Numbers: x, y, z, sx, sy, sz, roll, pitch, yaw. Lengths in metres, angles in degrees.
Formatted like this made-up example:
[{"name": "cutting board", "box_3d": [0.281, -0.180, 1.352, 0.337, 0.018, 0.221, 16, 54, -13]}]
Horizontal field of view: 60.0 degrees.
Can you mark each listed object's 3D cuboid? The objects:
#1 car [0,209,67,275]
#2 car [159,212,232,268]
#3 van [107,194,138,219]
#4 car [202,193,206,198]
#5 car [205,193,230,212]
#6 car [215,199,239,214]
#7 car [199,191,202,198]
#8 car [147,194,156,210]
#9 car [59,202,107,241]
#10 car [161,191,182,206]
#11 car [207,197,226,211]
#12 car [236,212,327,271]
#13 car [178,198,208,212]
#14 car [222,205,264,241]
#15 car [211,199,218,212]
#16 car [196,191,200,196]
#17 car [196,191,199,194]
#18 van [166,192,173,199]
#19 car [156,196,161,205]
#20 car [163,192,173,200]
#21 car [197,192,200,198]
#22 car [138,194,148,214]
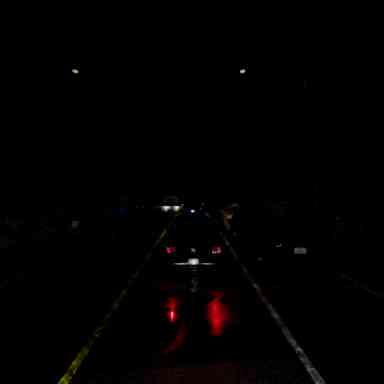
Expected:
[{"name": "car", "box_3d": [-5.764, 1.483, 10.383, 1.752, 1.417, 4.829, 0, 0, 0]}, {"name": "car", "box_3d": [0.061, 1.557, 11.056, 1.895, 1.301, 4.718, 0, 0, 0]}, {"name": "van", "box_3d": [-5.767, 1.233, 27.015, 1.690, 1.788, 3.998, 0, 0, 0]}, {"name": "car", "box_3d": [2.756, 1.142, 43.463, 2.192, 1.841, 5.009, 0, 0, 0]}, {"name": "car", "box_3d": [2.757, 1.186, 32.490, 2.192, 1.841, 5.009, 0, 0, 0]}, {"name": "car", "box_3d": [2.759, 1.439, 21.687, 1.752, 1.417, 4.829, 0, 0, 0]}, {"name": "car", "box_3d": [2.755, 1.093, 54.437, 2.192, 1.841, 5.009, 0, 0, 0]}, {"name": "car", "box_3d": [-5.769, 1.163, 37.990, 2.192, 1.841, 5.009, 0, 0, 0]}, {"name": "car", "box_3d": [-5.765, 1.376, 16.040, 1.967, 1.590, 4.097, 0, 0, 0]}, {"name": "car", "box_3d": [-3.072, 1.017, 51.039, 2.150, 2.045, 5.566, 0, 0, 0]}, {"name": "car", "box_3d": [2.757, 1.374, 38.147, 1.752, 1.417, 4.829, 0, 0, 0]}, {"name": "car", "box_3d": [2.761, 1.524, 10.544, 1.947, 1.339, 4.313, 0, 0, 0]}, {"name": "car", "box_3d": [0.070, 1.452, 28.103, 1.994, 1.385, 4.181, 0, 0, 0]}, {"name": "car", "box_3d": [2.760, 1.502, 16.031, 1.947, 1.339, 4.313, 0, 0, 0]}, {"name": "car", "box_3d": [2.758, 1.475, 27.004, 1.802, 1.307, 4.206, 0, 0, 0]}, {"name": "car", "box_3d": [2.751, 1.187, 86.416, 1.802, 1.307, 4.206, 0, 0, 0]}, {"name": "car", "box_3d": [2.750, 1.013, 91.836, 1.967, 1.590, 4.097, 0, 0, 0]}, {"name": "van", "box_3d": [-5.774, 0.945, 86.433, 1.690, 1.788, 3.998, 0, 0, 0]}, {"name": "car", "box_3d": [-5.771, 1.343, 54.455, 1.947, 1.339, 4.313, 0, 0, 0]}, {"name": "car", "box_3d": [-5.773, 0.950, 81.013, 2.192, 1.841, 5.009, 0, 0, 0]}, {"name": "car", "box_3d": [2.751, 1.202, 80.996, 1.947, 1.339, 4.313, 0, 0, 0]}, {"name": "car", "box_3d": [-5.768, 1.310, 32.503, 1.967, 1.590, 4.097, 0, 0, 0]}]
